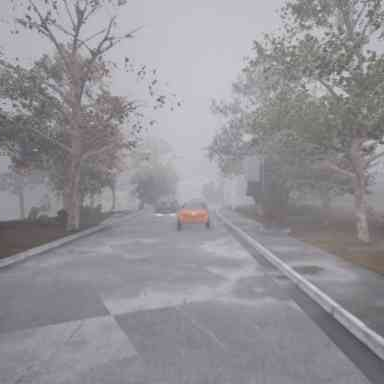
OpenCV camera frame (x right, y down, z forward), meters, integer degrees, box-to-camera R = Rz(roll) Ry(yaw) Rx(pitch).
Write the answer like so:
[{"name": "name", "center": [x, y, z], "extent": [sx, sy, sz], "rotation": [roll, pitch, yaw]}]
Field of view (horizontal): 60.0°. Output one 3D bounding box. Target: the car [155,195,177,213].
[{"name": "car", "center": [-2.919, 1.380, 39.866], "extent": [2.150, 2.045, 5.566], "rotation": [0, 0, 4]}]

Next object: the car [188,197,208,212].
[{"name": "car", "center": [0.778, 1.495, 41.759], "extent": [2.097, 1.767, 4.553], "rotation": [0, 0, 6]}]

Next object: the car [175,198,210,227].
[{"name": "car", "center": [0.112, 1.441, 23.493], "extent": [2.097, 1.767, 4.553], "rotation": [0, 0, 0]}]
